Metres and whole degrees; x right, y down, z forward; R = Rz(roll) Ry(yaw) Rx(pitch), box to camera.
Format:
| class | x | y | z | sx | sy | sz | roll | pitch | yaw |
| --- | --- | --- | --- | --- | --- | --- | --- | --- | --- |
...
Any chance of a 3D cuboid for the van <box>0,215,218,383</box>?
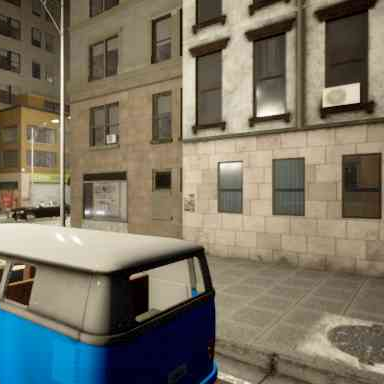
| class | x | y | z | sx | sy | sz | roll | pitch | yaw |
| --- | --- | --- | --- | --- | --- | --- | --- | --- | --- |
| van | -1.644 | 1.341 | 3.943 | 3.998 | 1.788 | 1.690 | 0 | 0 | 35 |

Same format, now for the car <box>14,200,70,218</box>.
| class | x | y | z | sx | sy | sz | roll | pitch | yaw |
| --- | --- | --- | --- | --- | --- | --- | --- | --- | --- |
| car | -11.477 | 1.417 | 25.590 | 2.128 | 1.511 | 4.902 | 0 | 0 | 35 |

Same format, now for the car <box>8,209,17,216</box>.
| class | x | y | z | sx | sy | sz | roll | pitch | yaw |
| --- | --- | --- | --- | --- | --- | --- | --- | --- | --- |
| car | -6.181 | 1.314 | 7.072 | 5.009 | 1.841 | 2.192 | 0 | 0 | 35 |
